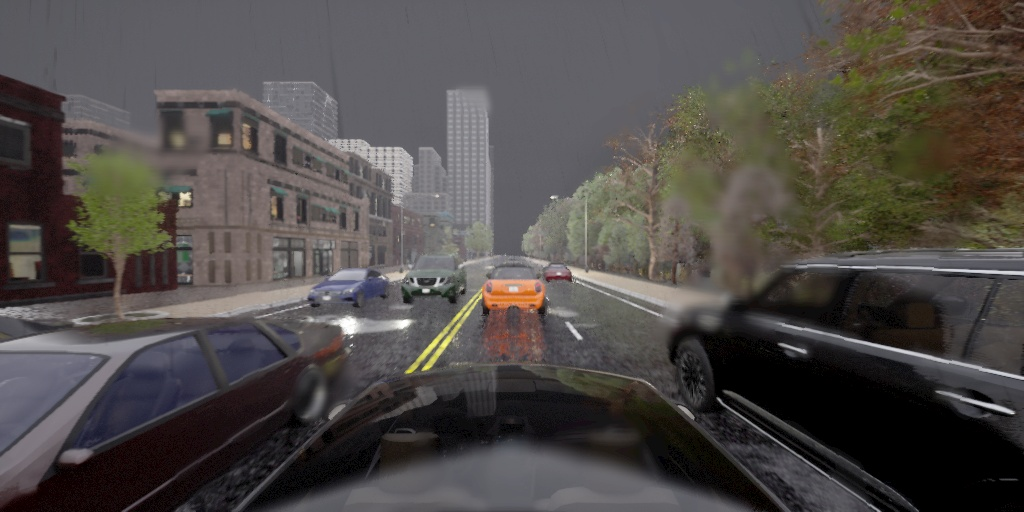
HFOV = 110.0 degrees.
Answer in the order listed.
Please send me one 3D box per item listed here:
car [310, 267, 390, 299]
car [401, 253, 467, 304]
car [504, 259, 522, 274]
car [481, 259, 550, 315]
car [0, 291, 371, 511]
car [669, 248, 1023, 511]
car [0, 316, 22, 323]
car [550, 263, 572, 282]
[{"bbox_3d":[-6.566,1.226,15.038,1.812,1.442,4.674,0,0,0],"label":"car"},{"bbox_3d":[-3.329,0.910,16.359,2.150,2.045,5.566,0,1,-1],"label":"car"},{"bbox_3d":[0.087,1.111,40.007,1.837,1.490,4.892,0,1,0],"label":"car"},{"bbox_3d":[0.064,1.057,13.417,2.097,1.767,4.553,0,0,0],"label":"car"},{"bbox_3d":[-3.253,1.293,2.913,2.033,1.411,5.357,0,0,0],"label":"car"},{"bbox_3d":[3.350,0.969,2.840,2.150,2.045,5.566,0,0,0],"label":"car"},{"bbox_3d":[-6.508,1.253,2.650,1.837,1.490,4.892,0,0,0],"label":"car"},{"bbox_3d":[3.342,1.217,27.488,1.994,1.385,4.181,0,0,0],"label":"car"}]
